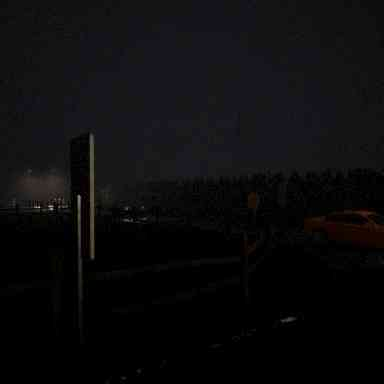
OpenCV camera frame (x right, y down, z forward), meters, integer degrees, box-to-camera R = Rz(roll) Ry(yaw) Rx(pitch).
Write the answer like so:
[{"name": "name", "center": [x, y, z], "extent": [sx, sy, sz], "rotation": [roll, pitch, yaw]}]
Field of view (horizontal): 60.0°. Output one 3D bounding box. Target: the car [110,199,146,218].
[{"name": "car", "center": [-6.378, 1.587, 32.869], "extent": [2.097, 1.767, 4.553], "rotation": [0, 0, -35]}]

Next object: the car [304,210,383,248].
[{"name": "car", "center": [7.135, 1.536, 13.887], "extent": [1.882, 1.535, 5.008], "rotation": [0, 0, -35]}]
